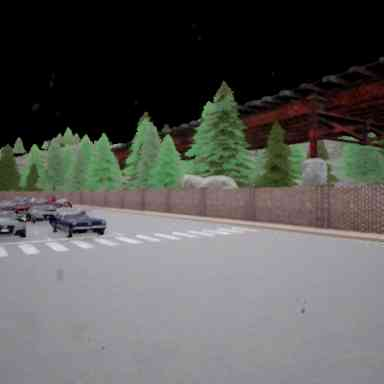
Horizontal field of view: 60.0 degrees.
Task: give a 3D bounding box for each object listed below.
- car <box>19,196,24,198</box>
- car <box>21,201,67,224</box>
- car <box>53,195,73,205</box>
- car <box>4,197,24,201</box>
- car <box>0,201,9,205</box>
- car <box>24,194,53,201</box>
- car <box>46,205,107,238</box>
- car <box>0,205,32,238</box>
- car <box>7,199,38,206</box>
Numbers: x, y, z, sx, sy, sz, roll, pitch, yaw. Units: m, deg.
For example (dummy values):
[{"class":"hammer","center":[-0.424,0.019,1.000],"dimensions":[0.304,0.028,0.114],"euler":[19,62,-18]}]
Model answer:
[{"class":"car","center":[-29.219,1.513,57.039],"dimensions":[2.097,1.767,4.553],"euler":[0,0,-36]},{"class":"car","center":[-11.337,1.626,25.321],"dimensions":[1.994,1.385,4.181],"euler":[0,0,-35]},{"class":"car","center":[-18.603,1.624,48.020],"dimensions":[1.812,1.442,4.674],"euler":[0,0,-34]},{"class":"car","center":[-22.888,1.692,41.748],"dimensions":[1.994,1.385,4.181],"euler":[0,0,-35]},{"class":"car","center":[-14.814,1.590,24.177],"dimensions":[1.837,1.490,4.892],"euler":[0,0,-35]},{"class":"car","center":[-21.043,1.468,45.479],"dimensions":[2.097,1.767,4.553],"euler":[0,0,-35]},{"class":"car","center":[-6.274,1.634,18.140],"dimensions":[1.895,1.301,4.718],"euler":[0,0,-35]},{"class":"car","center":[-9.875,1.620,17.175],"dimensions":[1.994,1.385,4.181],"euler":[0,0,-35]},{"class":"car","center":[-17.081,1.696,33.466],"dimensions":[1.895,1.301,4.718],"euler":[0,0,-35]}]
